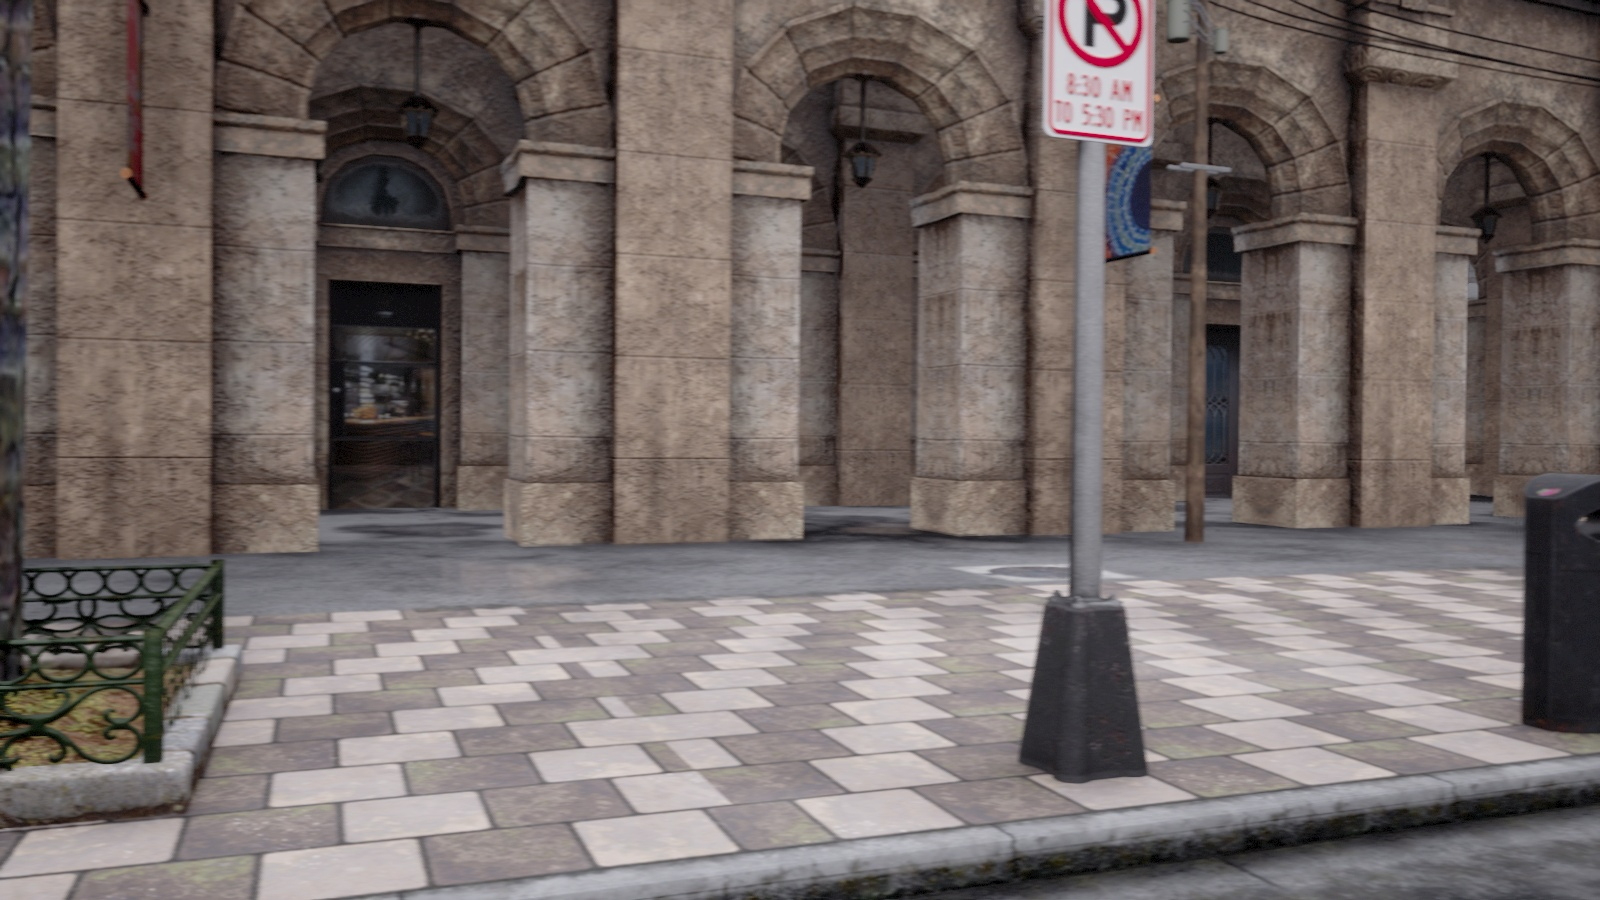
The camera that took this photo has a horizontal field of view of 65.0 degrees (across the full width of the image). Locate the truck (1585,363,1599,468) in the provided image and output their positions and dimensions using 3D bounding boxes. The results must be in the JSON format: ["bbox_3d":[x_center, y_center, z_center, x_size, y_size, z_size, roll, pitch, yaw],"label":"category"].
[{"bbox_3d":[29.108,-1.132,38.975,2.891,3.462,7.936,-1,1,-21],"label":"truck"}]
